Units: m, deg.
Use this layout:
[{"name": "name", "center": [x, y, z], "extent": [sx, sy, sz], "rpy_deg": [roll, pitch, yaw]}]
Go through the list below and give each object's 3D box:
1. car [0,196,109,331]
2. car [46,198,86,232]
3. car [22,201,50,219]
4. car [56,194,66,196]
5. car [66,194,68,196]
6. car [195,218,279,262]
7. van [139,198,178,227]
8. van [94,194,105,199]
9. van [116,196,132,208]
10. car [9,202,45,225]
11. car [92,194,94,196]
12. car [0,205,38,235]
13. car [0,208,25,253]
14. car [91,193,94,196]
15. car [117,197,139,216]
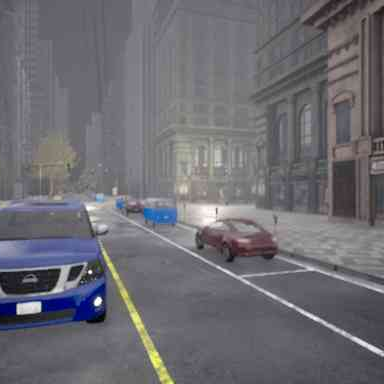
[{"name": "car", "center": [-3.105, 1.217, 7.116], "extent": [2.150, 2.045, 5.566], "rpy_deg": [0, 0, -19]}, {"name": "car", "center": [-7.811, 1.340, 20.833], "extent": [2.097, 1.767, 4.553], "rpy_deg": [0, 0, -19]}, {"name": "car", "center": [-13.937, 1.530, 29.922], "extent": [1.887, 1.381, 4.507], "rpy_deg": [0, 0, -19]}, {"name": "car", "center": [-26.469, 1.511, 65.715], "extent": [1.752, 1.417, 4.829], "rpy_deg": [0, 0, -19]}, {"name": "car", "center": [-30.018, 1.535, 75.863], "extent": [1.887, 1.381, 4.507], "rpy_deg": [0, 0, -19]}, {"name": "car", "center": [1.447, 1.575, 11.877], "extent": [1.802, 1.307, 4.206], "rpy_deg": [0, 0, -19]}, {"name": "van", "center": [-2.204, 1.329, 22.306], "extent": [1.690, 1.788, 3.998], "rpy_deg": [0, 0, -19]}, {"name": "van", "center": [-20.258, 1.327, 73.792], "extent": [1.690, 1.788, 3.998], "rpy_deg": [0, 0, -19]}, {"name": "van", "center": [-7.683, 1.323, 37.949], "extent": [1.690, 1.788, 3.998], "rpy_deg": [0, 0, -19]}, {"name": "car", "center": [-12.109, 1.532, 24.708], "extent": [1.887, 1.381, 4.507], "rpy_deg": [0, 0, -19]}, {"name": "car", "center": [-22.049, 1.555, 78.900], "extent": [1.947, 1.339, 4.313], "rpy_deg": [0, 0, -19]}, {"name": "car", "center": [-10.280, 1.534, 19.494], "extent": [1.887, 1.381, 4.507], "rpy_deg": [0, 0, -19]}, {"name": "car", "center": [-8.396, 1.518, 14.120], "extent": [1.752, 1.417, 4.829], "rpy_deg": [0, 0, -19]}, {"name": "car", "center": [-23.839, 1.537, 84.009], "extent": [1.887, 1.381, 4.507], "rpy_deg": [0, 0, -19]}, {"name": "car", "center": [-5.858, 1.528, 32.734], "extent": [1.887, 1.381, 4.507], "rpy_deg": [0, 0, -19]}]
